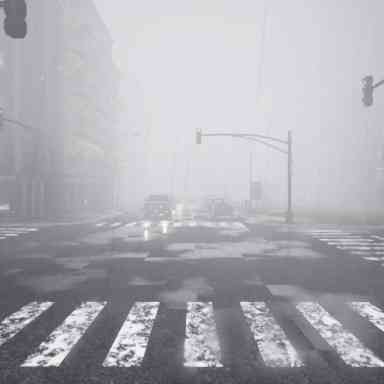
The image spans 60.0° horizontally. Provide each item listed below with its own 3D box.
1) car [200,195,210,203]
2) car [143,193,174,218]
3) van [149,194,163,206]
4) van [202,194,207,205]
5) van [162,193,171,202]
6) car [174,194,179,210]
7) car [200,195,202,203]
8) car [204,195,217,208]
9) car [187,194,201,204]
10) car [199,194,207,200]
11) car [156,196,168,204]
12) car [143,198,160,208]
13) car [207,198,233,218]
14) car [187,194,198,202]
[{"bbox_3d":[2.711,1.353,69.472,1.967,1.590,4.097,-1,0,0],"label":"car"},{"bbox_3d":[-3.065,1.198,30.415,2.150,2.045,5.566,0,0,0],"label":"car"},{"bbox_3d":[-5.659,1.286,52.508,1.690,1.788,3.998,-1,0,0],"label":"van"},{"bbox_3d":[2.684,1.295,46.889,1.690,1.788,3.998,-1,0,0],"label":"van"},{"bbox_3d":[-5.639,1.242,75.094,1.690,1.788,3.998,-1,0,0],"label":"van"},{"bbox_3d":[-3.056,1.437,42.983,1.882,1.535,5.008,0,0,0],"label":"car"},{"bbox_3d":[2.692,1.490,52.535,1.887,1.381,4.507,-1,0,0],"label":"car"},{"bbox_3d":[2.676,1.410,35.597,1.967,1.590,4.097,-1,0,0],"label":"car"},{"bbox_3d":[0.154,1.479,60.352,2.033,1.411,5.357,0,0,0],"label":"car"},{"bbox_3d":[2.756,1.313,86.409,1.967,1.590,4.097,-1,0,0],"label":"car"},{"bbox_3d":[-5.646,1.470,63.800,1.887,1.381,4.507,-1,0,0],"label":"car"},{"bbox_3d":[-5.660,1.520,46.863,1.947,1.339,4.313,-1,0,0],"label":"car"},{"bbox_3d":[2.673,1.522,29.951,1.887,1.381,4.507,-1,0,0],"label":"car"},{"bbox_3d":[0.090,1.264,70.979,2.097,1.767,4.553,0,0,0],"label":"car"}]
